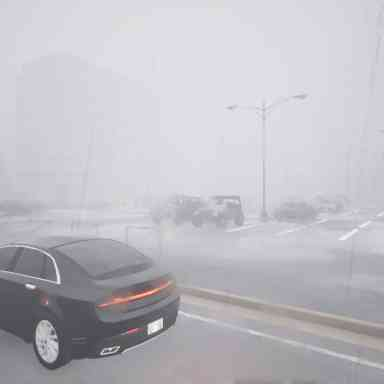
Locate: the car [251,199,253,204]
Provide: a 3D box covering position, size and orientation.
[{"bbox_3d":[9.855,1.505,62.469,1.837,1.490,4.892,0,0,34],"label":"car"}]

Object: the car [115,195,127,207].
[{"bbox_3d":[-11.824,1.352,49.424,2.097,1.767,4.553,0,0,34],"label":"car"}]

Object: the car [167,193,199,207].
[{"bbox_3d":[-1.380,1.221,52.027,2.150,2.045,5.566,0,0,34],"label":"car"}]

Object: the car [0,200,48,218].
[{"bbox_3d":[-16.155,1.477,30.148,1.882,1.535,5.008,0,0,34],"label":"car"}]

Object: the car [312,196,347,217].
[{"bbox_3d":[13.761,1.395,33.160,1.970,1.475,3.806,0,0,34],"label":"car"}]

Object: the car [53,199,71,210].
[{"bbox_3d":[-17.161,1.547,41.507,2.033,1.411,5.357,0,0,34],"label":"car"}]

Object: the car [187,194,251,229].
[{"bbox_3d":[1.714,1.156,20.226,1.905,1.878,3.866,0,0,34],"label":"car"}]

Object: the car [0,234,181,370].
[{"bbox_3d":[-2.448,1.505,5.747,4.892,1.490,1.837,0,0,36],"label":"car"}]

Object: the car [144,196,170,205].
[{"bbox_3d":[-6.044,1.526,57.934,1.812,1.442,4.674,0,0,35],"label":"car"}]

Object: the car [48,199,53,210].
[{"bbox_3d":[-17.489,1.601,34.753,1.895,1.301,4.718,0,0,34],"label":"car"}]

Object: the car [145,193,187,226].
[{"bbox_3d":[-0.650,1.153,21.896,1.932,1.855,4.605,0,0,34],"label":"car"}]

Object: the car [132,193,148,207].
[{"bbox_3d":[-6.600,1.221,50.875,2.150,2.045,5.566,0,0,34],"label":"car"}]

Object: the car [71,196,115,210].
[{"bbox_3d":[-12.487,1.526,42.164,1.812,1.442,4.674,0,0,34],"label":"car"}]
